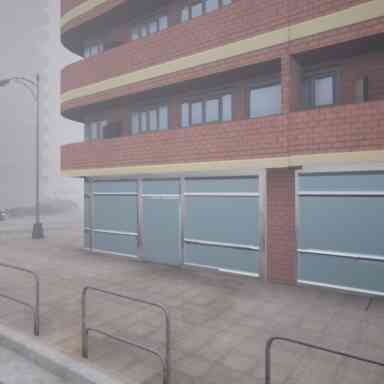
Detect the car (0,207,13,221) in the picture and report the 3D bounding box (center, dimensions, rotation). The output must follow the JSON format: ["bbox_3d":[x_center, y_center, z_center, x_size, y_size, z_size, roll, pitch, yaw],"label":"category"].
[{"bbox_3d":[-15.169,1.503,22.307,1.837,1.490,4.892,1,0,37],"label":"car"}]

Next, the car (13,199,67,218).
[{"bbox_3d":[-14.169,1.601,29.949,1.895,1.301,4.718,0,0,36],"label":"car"}]

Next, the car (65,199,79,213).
[{"bbox_3d":[-14.453,1.505,35.485,1.837,1.490,4.892,0,0,36],"label":"car"}]
